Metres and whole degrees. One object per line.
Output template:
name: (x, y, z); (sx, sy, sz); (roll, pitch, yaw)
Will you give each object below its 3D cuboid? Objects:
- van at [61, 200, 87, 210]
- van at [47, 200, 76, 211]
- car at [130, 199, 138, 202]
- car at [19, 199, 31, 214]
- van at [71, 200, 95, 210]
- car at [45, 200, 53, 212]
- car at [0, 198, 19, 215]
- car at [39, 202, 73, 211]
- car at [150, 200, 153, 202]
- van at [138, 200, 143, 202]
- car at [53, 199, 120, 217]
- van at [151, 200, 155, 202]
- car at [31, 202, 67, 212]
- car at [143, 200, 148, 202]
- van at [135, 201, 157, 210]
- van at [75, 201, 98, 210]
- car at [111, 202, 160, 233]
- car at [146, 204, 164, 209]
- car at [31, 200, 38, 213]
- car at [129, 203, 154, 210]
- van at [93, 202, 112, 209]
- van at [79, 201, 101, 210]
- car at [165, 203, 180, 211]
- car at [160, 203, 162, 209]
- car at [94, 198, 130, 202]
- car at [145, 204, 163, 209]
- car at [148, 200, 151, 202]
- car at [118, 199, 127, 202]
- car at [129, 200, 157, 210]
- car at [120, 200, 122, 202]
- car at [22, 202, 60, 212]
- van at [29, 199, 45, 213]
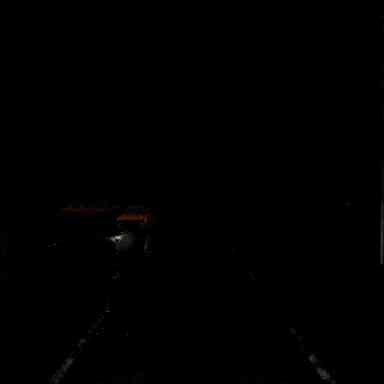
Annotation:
van: (-23.281, 2.589, 65.663); (4.442, 1.987, 1.878); (0, -2, 0)
van: (-23.518, 2.406, 60.126); (4.442, 1.987, 1.878); (0, -2, 0)
car: (-10.302, 1.822, 43.297); (5.566, 2.045, 2.435); (0, -2, 0)
car: (-23.226, 1.988, 40.740); (5.366, 1.575, 1.946); (0, -2, 0)
van: (-23.279, 2.783, 71.051); (4.442, 1.987, 1.878); (0, -2, 0)
car: (-23.375, 2.139, 49.047); (4.553, 1.767, 2.185); (0, -2, 0)
car: (-23.441, 1.654, 37.980); (5.566, 2.045, 2.435); (0, -2, 0)
car: (-23.397, 2.541, 57.350); (4.892, 1.521, 2.231); (0, -2, 0)
car: (-10.322, 2.757, 62.710); (4.674, 1.452, 2.002); (0, -2, 0)
van: (-10.442, 2.123, 51.620); (4.442, 1.987, 1.878); (0, -2, 0)
car: (-10.150, 1.752, 32.204); (5.366, 1.575, 1.946); (0, -2, 0)
van: (-10.202, 2.583, 65.494); (4.442, 1.987, 1.878); (0, -2, 0)
car: (-23.399, 2.448, 54.581); (5.008, 1.535, 2.097); (0, -2, 0)
car: (-10.330, 2.441, 54.388); (5.008, 1.535, 2.097); (0, -2, 0)
van: (-10.197, 2.918, 73.799); (4.442, 1.987, 1.878); (0, -3, 0)
van: (-23.510, 2.926, 73.950); (4.442, 1.987, 1.878); (0, -3, 0)
car: (-3.350, 1.572, 20.618); (1.882, 1.535, 5.008); (0, -1, 0)
car: (-10.310, 4.101, 93.198); (4.892, 1.521, 2.231); (0, -3, 0)
car: (-23.403, 2.082, 43.506); (4.892, 1.521, 2.231); (0, -2, 0)
car: (-10.346, 2.931, 68.266); (4.792, 1.488, 2.163); (0, -2, 0)
van: (-23.503, 3.601, 87.660); (4.442, 1.987, 1.878); (0, -3, 0)
van: (-23.509, 3.056, 76.592); (4.442, 1.987, 1.878); (0, -3, 0)
car: (-3.290, 2.757, 61.004); (1.994, 1.385, 4.181); (0, -2, 1)
car: (-10.305, 3.417, 79.334); (5.008, 1.535, 2.097); (0, -3, 0)
car: (-10.363, 1.859, 40.523); (4.553, 1.767, 2.185); (0, -2, 0)
car: (-10.299, 3.964, 90.425); (4.892, 1.521, 2.231); (0, -3, 0)
car: (-10.291, 2.655, 59.935); (4.792, 1.488, 2.163); (0, -2, 0)
car: (-10.339, 1.900, 37.743); (5.008, 1.535, 2.097); (0, -2, 0)
car: (-10.344, 2.756, 71.028); (5.566, 2.045, 2.435); (0, -3, 0)
car: (-10.340, 1.824, 34.972); (4.892, 1.521, 2.231); (0, -2, 0)
car: (-23.400, 2.352, 51.687); (5.008, 1.535, 2.097); (0, -2, 0)
van: (-23.525, 1.947, 46.282); (4.442, 1.987, 1.878); (0, -2, 0)
